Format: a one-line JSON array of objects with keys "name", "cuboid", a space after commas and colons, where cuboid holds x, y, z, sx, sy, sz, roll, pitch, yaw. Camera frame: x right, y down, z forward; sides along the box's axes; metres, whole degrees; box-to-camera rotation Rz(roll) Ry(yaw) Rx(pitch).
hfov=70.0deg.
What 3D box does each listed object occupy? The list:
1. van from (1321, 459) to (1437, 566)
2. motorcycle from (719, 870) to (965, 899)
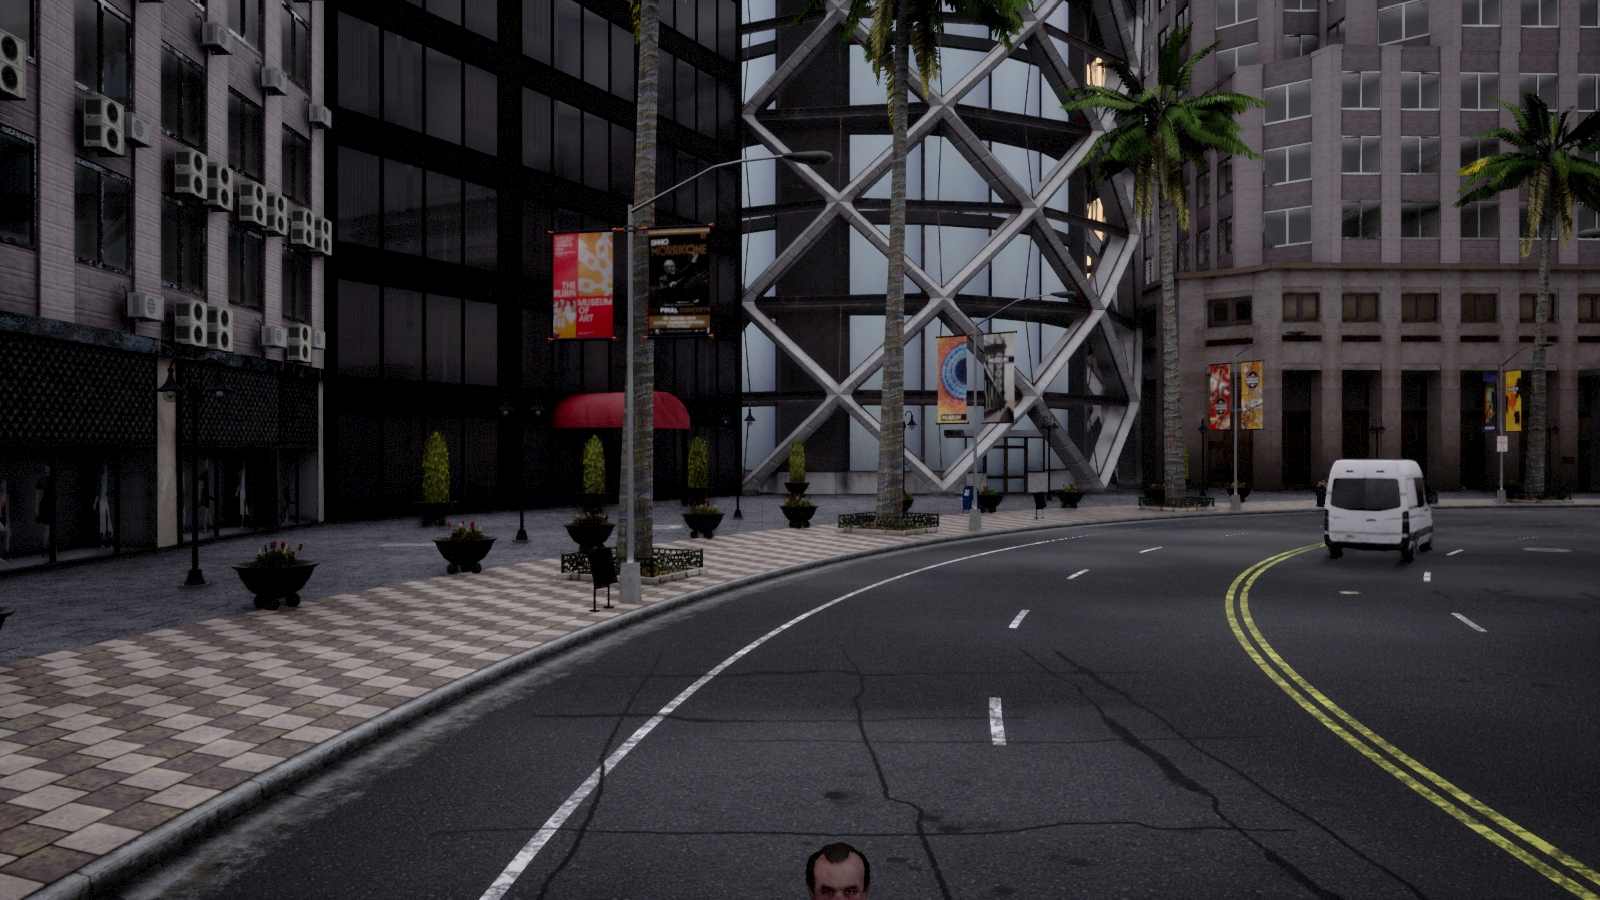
[{"name": "van", "cuboid": [15.689, 1.534, 30.782, 1.988, 2.561, 5.915, 0, 0, 35]}, {"name": "motorcycle", "cuboid": [0.124, 2.182, 3.338, 0.856, 1.236, 1.805, 0, 0, 2]}]
